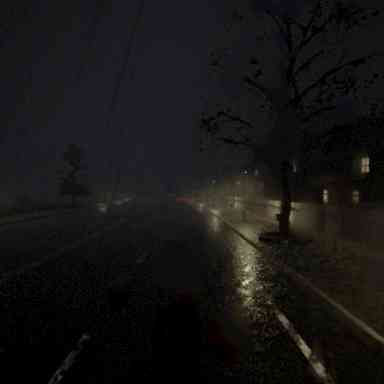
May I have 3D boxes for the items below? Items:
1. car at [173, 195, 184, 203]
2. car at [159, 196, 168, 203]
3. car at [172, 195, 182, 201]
[{"bbox_3d":[-2.795,1.348,70.851,2.097,1.767,4.553,0,0,-5],"label":"car"},{"bbox_3d":[-6.037,1.538,70.611,2.128,1.511,4.902,0,0,-5],"label":"car"},{"bbox_3d":[-3.647,1.451,81.010,2.033,1.411,5.357,0,0,-5],"label":"car"}]
